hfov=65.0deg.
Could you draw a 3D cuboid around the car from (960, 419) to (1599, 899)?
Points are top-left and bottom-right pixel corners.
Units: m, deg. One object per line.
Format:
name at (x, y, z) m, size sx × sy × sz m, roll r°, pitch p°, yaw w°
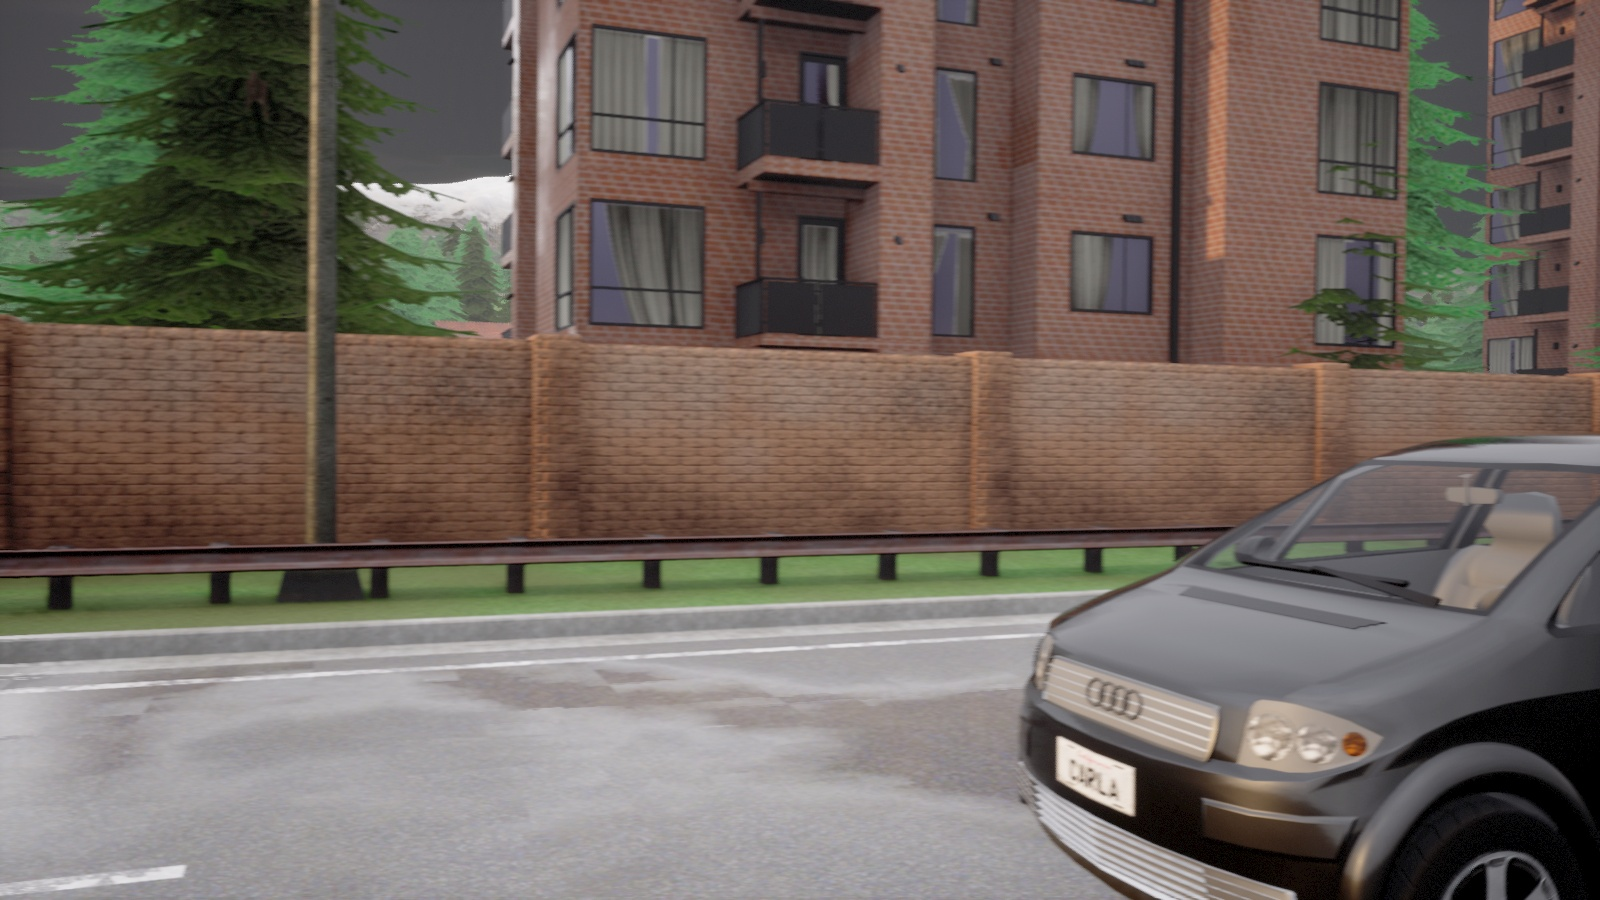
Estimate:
car at (2.623, 0.676, 4.235) m, size 3.705 × 1.549 × 1.789 m, roll -1°, pitch 1°, yaw -21°
